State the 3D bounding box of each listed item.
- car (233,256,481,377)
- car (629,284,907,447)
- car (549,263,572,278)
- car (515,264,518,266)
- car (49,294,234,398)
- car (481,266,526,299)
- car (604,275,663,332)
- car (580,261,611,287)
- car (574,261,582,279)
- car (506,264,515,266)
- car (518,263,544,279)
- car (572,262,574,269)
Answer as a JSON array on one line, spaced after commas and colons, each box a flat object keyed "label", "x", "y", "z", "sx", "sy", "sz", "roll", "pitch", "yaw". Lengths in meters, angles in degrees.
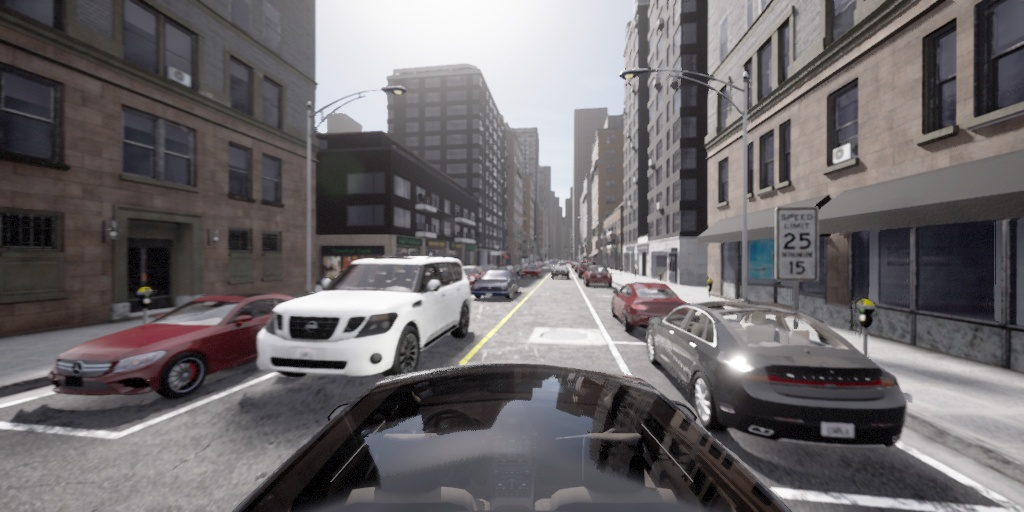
[{"label": "car", "x": -2.438, "y": 1.018, "z": 7.679, "sx": 2.150, "sy": 2.045, "sz": 5.566, "roll": 0, "pitch": -1, "yaw": 8}, {"label": "car", "x": 3.238, "y": 1.344, "z": 5.369, "sx": 2.007, "sy": 1.370, "sz": 4.403, "roll": 0, "pitch": 0, "yaw": 8}, {"label": "car", "x": 5.305, "y": 1.716, "z": 39.245, "sx": 1.895, "sy": 1.301, "sz": 4.718, "roll": 0, "pitch": -1, "yaw": 8}, {"label": "car", "x": -0.402, "y": 1.680, "z": 39.408, "sx": 1.802, "sy": 1.307, "sz": 4.207, "roll": 0, "pitch": 0, "yaw": 8}, {"label": "car", "x": -5.201, "y": 1.359, "z": 6.576, "sx": 1.802, "sy": 1.307, "sz": 4.207, "roll": 0, "pitch": 0, "yaw": 8}, {"label": "car", "x": -0.704, "y": 1.459, "z": 19.575, "sx": 2.033, "sy": 1.411, "sz": 5.357, "roll": 0, "pitch": -1, "yaw": 8}, {"label": "car", "x": 4.038, "y": 1.428, "z": 10.839, "sx": 1.802, "sy": 1.307, "sz": 4.207, "roll": 0, "pitch": 0, "yaw": 8}, {"label": "car", "x": 6.437, "y": 1.446, "z": 27.252, "sx": 1.967, "sy": 1.591, "sz": 4.097, "roll": 0, "pitch": 0, "yaw": 8}, {"label": "car", "x": 8.036, "y": 1.429, "z": 38.193, "sx": 2.192, "sy": 1.841, "sz": 5.009, "roll": 0, "pitch": 0, "yaw": 8}, {"label": "car", "x": -1.202, "y": 1.610, "z": 33.936, "sx": 1.948, "sy": 1.339, "sz": 4.313, "roll": 0, "pitch": 0, "yaw": 8}, {"label": "car", "x": 2.067, "y": 1.695, "z": 38.059, "sx": 1.895, "sy": 1.301, "sz": 4.718, "roll": 0, "pitch": -1, "yaw": 9}, {"label": "car", "x": 10.435, "y": 1.844, "z": 54.605, "sx": 1.948, "sy": 1.339, "sz": 4.313, "roll": 0, "pitch": 0, "yaw": 8}]
